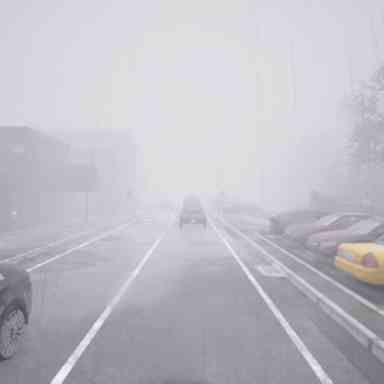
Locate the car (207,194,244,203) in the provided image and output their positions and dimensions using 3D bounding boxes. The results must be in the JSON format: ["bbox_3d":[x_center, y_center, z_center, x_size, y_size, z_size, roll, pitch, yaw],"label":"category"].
[{"bbox_3d":[5.892,1.632,59.037,5.566,2.045,2.435,0,0,0],"label":"car"}]

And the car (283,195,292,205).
[{"bbox_3d":[19.029,1.622,56.388,5.566,2.045,2.435,0,0,0],"label":"car"}]

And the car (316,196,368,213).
[{"bbox_3d":[19.033,1.575,42.338,5.566,2.045,2.435,0,0,0],"label":"car"}]

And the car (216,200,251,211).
[{"bbox_3d":[5.926,1.886,47.903,4.674,1.452,2.002,0,0,0],"label":"car"}]

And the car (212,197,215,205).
[{"bbox_3d":[5.894,1.885,50.686,4.792,1.488,2.163,0,0,0],"label":"car"}]

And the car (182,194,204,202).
[{"bbox_3d":[-0.019,1.508,41.208,2.150,2.045,5.566,0,0,0],"label":"car"}]

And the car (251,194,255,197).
[{"bbox_3d":[18.961,1.838,89.682,4.553,1.767,2.185,0,0,0],"label":"car"}]

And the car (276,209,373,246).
[{"bbox_3d":[6.118,1.570,13.535,4.674,1.452,2.002,0,0,0],"label":"car"}]

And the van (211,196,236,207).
[{"bbox_3d":[5.803,1.667,61.820,4.442,1.987,1.878,0,0,0],"label":"van"}]

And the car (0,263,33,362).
[{"bbox_3d":[-3.353,1.525,3.165,2.128,1.511,4.902,0,-1,0],"label":"car"}]

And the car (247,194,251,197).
[{"bbox_3d":[18.963,1.717,92.466,5.566,2.045,2.435,0,0,0],"label":"car"}]

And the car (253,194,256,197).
[{"bbox_3d":[18.996,1.998,86.897,4.674,1.452,2.002,0,0,0],"label":"car"}]

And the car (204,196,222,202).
[{"bbox_3d":[5.906,1.974,95.220,5.008,1.535,2.097,0,0,0],"label":"car"}]

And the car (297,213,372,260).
[{"bbox_3d":[6.111,1.555,10.709,4.674,1.452,2.002,0,0,0],"label":"car"}]

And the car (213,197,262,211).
[{"bbox_3d":[5.739,1.824,42.337,5.366,1.575,1.946,0,0,0],"label":"car"}]

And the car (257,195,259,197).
[{"bbox_3d":[18.962,1.821,81.328,4.553,1.767,2.185,0,0,0],"label":"car"}]

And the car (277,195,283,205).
[{"bbox_3d":[19.005,1.892,61.831,5.008,1.535,2.097,0,0,0],"label":"car"}]

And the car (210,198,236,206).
[{"bbox_3d":[5.913,1.903,64.603,4.892,1.521,2.231,0,0,0],"label":"car"}]

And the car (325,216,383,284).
[{"bbox_3d":[6.287,1.497,7.883,5.366,1.575,1.946,0,0,0],"label":"car"}]

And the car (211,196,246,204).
[{"bbox_3d":[5.915,1.866,53.470,4.892,1.521,2.231,0,0,0],"label":"car"}]

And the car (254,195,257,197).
[{"bbox_3d":[18.988,1.953,84.112,5.008,1.535,2.097,0,0,0],"label":"car"}]

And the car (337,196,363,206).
[{"bbox_3d":[18.974,1.691,39.552,4.553,1.767,2.185,0,0,0],"label":"car"}]

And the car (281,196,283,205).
[{"bbox_3d":[19.186,1.880,59.172,5.366,1.575,1.946,0,0,0],"label":"car"}]

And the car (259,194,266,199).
[{"bbox_3d":[18.968,1.682,75.756,5.566,2.045,2.435,0,0,0],"label":"car"}]

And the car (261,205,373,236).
[{"bbox_3d":[6.151,1.574,16.361,4.792,1.488,2.163,0,0,0],"label":"car"}]

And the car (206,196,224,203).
[{"bbox_3d":[5.882,1.834,86.870,4.553,1.767,2.185,0,0,0],"label":"car"}]

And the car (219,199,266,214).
[{"bbox_3d":[5.941,1.859,39.695,4.674,1.452,2.002,1,0,0],"label":"car"}]

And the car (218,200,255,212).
[{"bbox_3d":[5.953,1.866,45.120,4.792,1.488,2.163,0,0,0],"label":"car"}]

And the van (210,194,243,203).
[{"bbox_3d":[5.805,1.649,56.378,4.442,1.987,1.878,0,0,0],"label":"van"}]

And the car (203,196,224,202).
[{"bbox_3d":[5.727,1.962,89.653,5.366,1.575,1.946,0,0,0],"label":"car"}]

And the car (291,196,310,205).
[{"bbox_3d":[18.970,1.738,53.478,4.553,1.767,2.185,0,0,0],"label":"car"}]

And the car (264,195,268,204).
[{"bbox_3d":[19.003,1.927,72.972,4.892,1.521,2.231,0,0,0],"label":"car"}]

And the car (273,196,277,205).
[{"bbox_3d":[18.969,1.930,64.618,4.792,1.488,2.163,0,0,0],"label":"car"}]

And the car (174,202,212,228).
[{"bbox_3d":[0.044,1.695,23.847,2.128,1.511,4.902,0,-1,0],"label":"car"}]

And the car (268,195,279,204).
[{"bbox_3d":[19.029,1.792,70.187,4.553,1.767,2.185,0,0,0],"label":"car"}]

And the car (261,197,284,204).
[{"bbox_3d":[19.000,1.940,78.543,5.008,1.535,2.097,0,0,0],"label":"car"}]

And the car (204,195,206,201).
[{"bbox_3d":[5.885,1.978,81.302,4.792,1.488,2.163,0,0,0],"label":"car"}]

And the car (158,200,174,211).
[{"bbox_3d":[-3.475,1.829,45.030,1.812,1.442,4.674,0,0,0],"label":"car"}]
